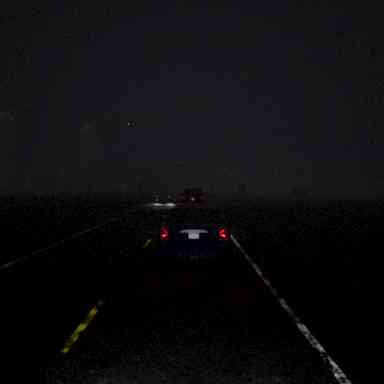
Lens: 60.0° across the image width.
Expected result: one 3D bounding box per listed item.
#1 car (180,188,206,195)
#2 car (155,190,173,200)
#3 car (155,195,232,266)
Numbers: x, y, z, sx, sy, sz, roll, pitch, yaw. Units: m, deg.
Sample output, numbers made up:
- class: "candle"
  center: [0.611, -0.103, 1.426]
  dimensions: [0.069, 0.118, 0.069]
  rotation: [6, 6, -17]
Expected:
- class: "car"
  center: [0.081, 0.656, 30.339]
  dimensions: [2.150, 2.045, 5.566]
  rotation: [0, 1, 0]
- class: "car"
  center: [-3.591, 0.540, 43.340]
  dimensions: [2.097, 1.767, 4.553]
  rotation: [0, 1, 0]
- class: "car"
  center: [0.061, 1.148, 10.961]
  dimensions: [2.097, 1.767, 4.553]
  rotation: [0, 1, 0]
